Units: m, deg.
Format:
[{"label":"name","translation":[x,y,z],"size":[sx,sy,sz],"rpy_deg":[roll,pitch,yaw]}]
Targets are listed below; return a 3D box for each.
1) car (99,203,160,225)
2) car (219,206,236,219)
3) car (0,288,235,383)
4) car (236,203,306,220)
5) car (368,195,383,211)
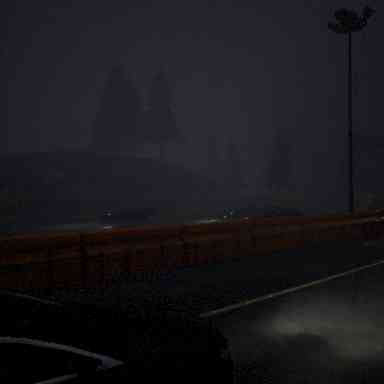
[{"label":"car","translation":[-4.986,1.696,26.757],"size":[5.008,1.535,1.882],"rpy_deg":[0,-1,-39]},{"label":"car","translation":[4.888,1.748,30.187],"size":[5.357,1.411,2.033],"rpy_deg":[0,-1,-39]},{"label":"car","translation":[-1.810,1.520,2.448],"size":[4.902,1.511,2.128],"rpy_deg":[0,0,-36]},{"label":"car","translation":[5.492,1.628,21.685],"size":[4.902,1.511,2.128],"rpy_deg":[0,-1,-39]},{"label":"car","translation":[23.724,1.403,40.561],"size":[5.566,2.045,2.150],"rpy_deg":[0,-1,-38]}]
